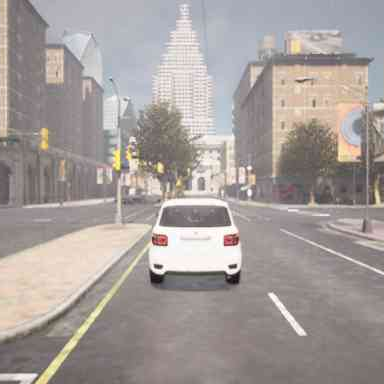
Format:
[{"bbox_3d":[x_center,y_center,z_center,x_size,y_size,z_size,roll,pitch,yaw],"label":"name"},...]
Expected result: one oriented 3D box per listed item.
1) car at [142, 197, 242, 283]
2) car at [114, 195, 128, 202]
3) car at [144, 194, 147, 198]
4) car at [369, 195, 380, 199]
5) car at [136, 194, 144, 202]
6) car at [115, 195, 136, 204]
[{"bbox_3d":[0.065,1.193,9.705,2.150,2.045,5.566,0,0,0],"label":"car"},{"bbox_3d":[-15.032,1.392,70.530,1.895,1.301,4.718,0,0,0],"label":"car"},{"bbox_3d":[-11.819,1.272,79.392,1.837,1.490,4.892,0,0,0],"label":"car"},{"bbox_3d":[37.656,1.274,72.139,2.231,1.521,4.892,0,0,0],"label":"car"},{"bbox_3d":[-11.778,1.396,69.210,1.895,1.301,4.718,0,0,0],"label":"car"},{"bbox_3d":[-11.792,1.335,59.156,1.837,1.490,4.892,0,0,0],"label":"car"}]
